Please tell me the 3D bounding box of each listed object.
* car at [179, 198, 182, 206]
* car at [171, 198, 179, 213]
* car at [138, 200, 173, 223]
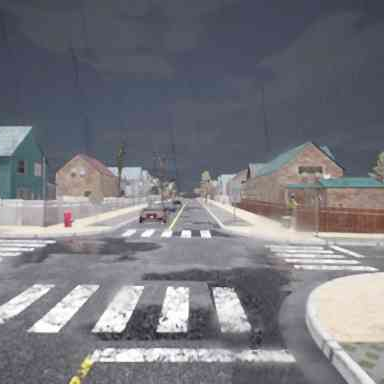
[{"bbox_3d":[-2.712,1.731,58.418,1.895,1.301,4.718,0,0,0],"label":"car"},{"bbox_3d":[-2.811,1.620,37.765,1.994,1.385,4.181,0,0,0],"label":"car"},{"bbox_3d":[-2.819,1.592,25.398,1.994,1.385,4.181,0,0,1],"label":"car"}]
